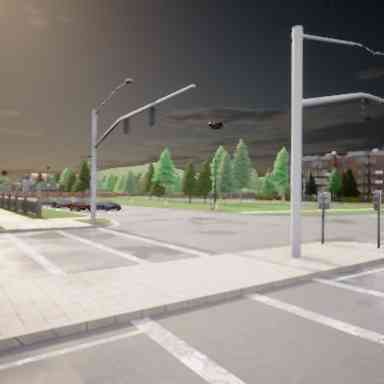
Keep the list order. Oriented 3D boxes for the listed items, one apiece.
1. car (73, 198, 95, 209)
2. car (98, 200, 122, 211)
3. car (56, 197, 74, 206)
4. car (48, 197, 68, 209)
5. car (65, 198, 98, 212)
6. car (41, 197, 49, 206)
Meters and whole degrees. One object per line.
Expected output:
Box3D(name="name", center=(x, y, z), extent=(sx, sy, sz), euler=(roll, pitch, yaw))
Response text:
Box3D(name="car", center=(-16.891, 1.706, 51.696), extent=(1.837, 1.490, 4.892), euler=(1, -1, -36))
Box3D(name="car", center=(-11.088, 1.750, 43.709), extent=(2.033, 1.411, 5.357), euler=(1, -1, -36))
Box3D(name="car", center=(-22.997, 1.678, 60.155), extent=(1.882, 1.535, 5.008), euler=(1, -1, -36))
Box3D(name="car", center=(-19.288, 1.662, 49.035), extent=(1.837, 1.490, 4.892), euler=(1, -1, -36))
Box3D(name="car", center=(-13.872, 1.760, 41.596), extent=(1.895, 1.301, 4.718), euler=(1, -1, -36))
Box3D(name="car", center=(-25.133, 1.661, 57.115), extent=(1.837, 1.490, 4.892), euler=(1, 0, -36))
